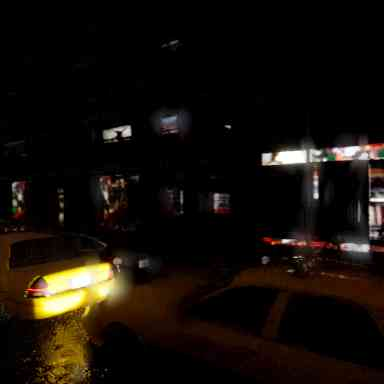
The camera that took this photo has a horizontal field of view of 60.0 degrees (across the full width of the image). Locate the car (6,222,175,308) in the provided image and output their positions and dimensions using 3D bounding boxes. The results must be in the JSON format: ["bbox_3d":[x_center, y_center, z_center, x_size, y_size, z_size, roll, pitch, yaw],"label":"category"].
[{"bbox_3d":[-2.740,1.617,8.570,4.313,1.339,1.947,0,-1,36],"label":"car"}]

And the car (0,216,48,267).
[{"bbox_3d":[-7.323,1.616,11.888,4.403,1.369,2.008,0,-1,36],"label":"car"}]

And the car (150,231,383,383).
[{"bbox_3d":[1.704,1.562,5.354,4.829,1.417,1.752,0,-1,36],"label":"car"}]

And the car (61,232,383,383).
[{"bbox_3d":[0.958,1.481,3.671,5.366,1.575,1.801,0,0,36],"label":"car"}]

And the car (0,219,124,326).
[{"bbox_3d":[-3.949,1.497,7.121,5.366,1.575,1.801,0,0,36],"label":"car"}]
